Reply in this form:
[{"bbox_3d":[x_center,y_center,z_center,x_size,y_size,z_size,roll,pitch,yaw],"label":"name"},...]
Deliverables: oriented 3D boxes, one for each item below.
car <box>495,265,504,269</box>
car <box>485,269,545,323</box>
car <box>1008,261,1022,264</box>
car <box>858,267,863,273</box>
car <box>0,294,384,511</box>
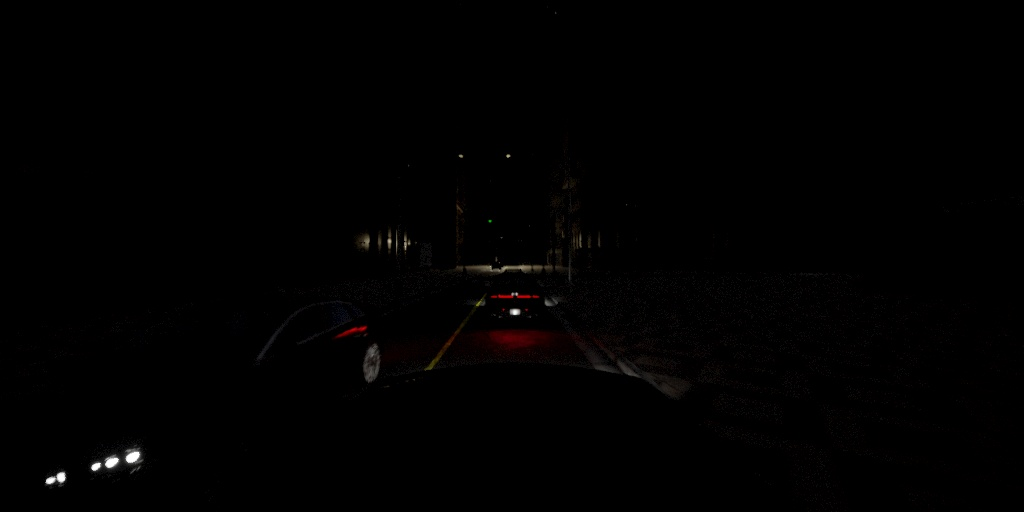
[{"bbox_3d":[0.089,1.546,24.410,1.994,1.385,4.181,0,-1,0],"label":"car"},{"bbox_3d":[0.094,1.367,12.650,1.837,1.490,4.892,0,-1,0],"label":"car"},{"bbox_3d":[51.296,1.260,37.213,4.902,1.511,2.128,0,-1,0],"label":"car"},{"bbox_3d":[42.015,1.497,40.243,4.718,1.301,1.895,0,-1,0],"label":"car"},{"bbox_3d":[-3.099,1.268,4.260,2.128,1.511,4.902,0,-1,0],"label":"car"}]
